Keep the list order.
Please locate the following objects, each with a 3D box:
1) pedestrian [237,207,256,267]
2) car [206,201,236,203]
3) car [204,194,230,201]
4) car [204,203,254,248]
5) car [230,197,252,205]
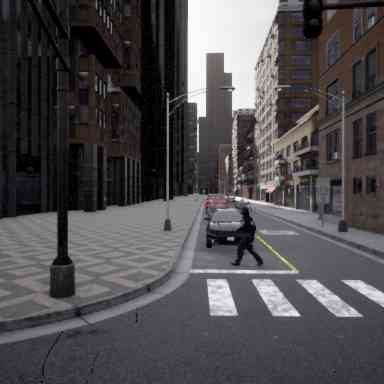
[{"bbox_3d":[1.607,1.287,9.859,0.375,1.860,0.375,0,0,3],"label":"pedestrian"},{"bbox_3d":[2.052,1.582,24.759,1.895,1.301,4.718,0,0,3],"label":"car"},{"bbox_3d":[2.538,1.192,35.260,2.150,2.045,5.566,0,0,3],"label":"car"},{"bbox_3d":[1.599,1.466,14.859,1.882,1.535,5.008,0,0,4],"label":"car"},{"bbox_3d":[5.925,1.572,39.575,1.895,1.301,4.718,0,0,3],"label":"car"}]
